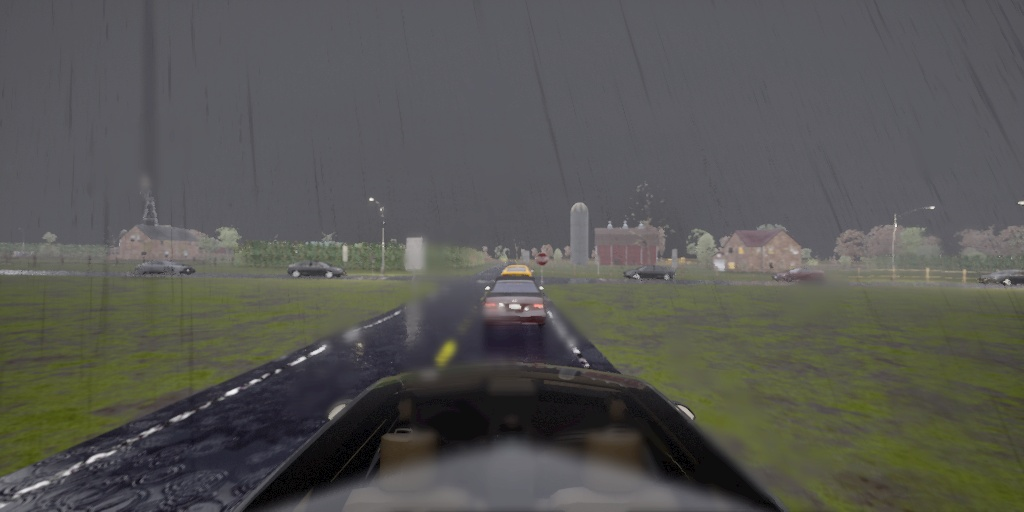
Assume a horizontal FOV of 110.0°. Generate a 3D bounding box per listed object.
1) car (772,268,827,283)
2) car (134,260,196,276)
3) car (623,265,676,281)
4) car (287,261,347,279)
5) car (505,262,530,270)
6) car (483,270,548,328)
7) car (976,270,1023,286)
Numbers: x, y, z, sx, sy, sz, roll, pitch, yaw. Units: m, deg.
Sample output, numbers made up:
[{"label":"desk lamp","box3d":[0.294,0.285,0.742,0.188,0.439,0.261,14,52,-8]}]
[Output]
[{"label":"car","box3d":[28.227,1.869,35.228,4.674,1.442,1.812,1,0,0]},{"label":"car","box3d":[-30.917,1.073,32.014,4.181,1.385,1.994,1,0,0]},{"label":"car","box3d":[13.416,1.645,35.172,4.892,1.490,1.837,1,0,0]},{"label":"car","box3d":[-17.367,1.214,32.073,4.892,1.490,1.837,1,0,0]},{"label":"car","box3d":[0.393,1.352,23.576,1.882,1.535,5.008,0,0,4]},{"label":"car","box3d":[0.088,1.352,11.649,2.033,1.411,5.357,0,0,0]},{"label":"car","box3d":[48.896,2.136,35.226,4.892,1.490,1.837,1,0,0]}]
